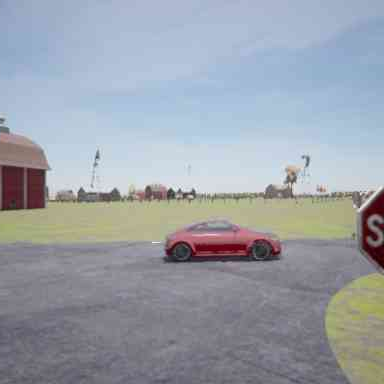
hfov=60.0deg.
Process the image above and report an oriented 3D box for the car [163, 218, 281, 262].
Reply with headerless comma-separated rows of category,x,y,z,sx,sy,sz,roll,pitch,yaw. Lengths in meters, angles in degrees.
car,1.054,1.669,12.094,4.181,1.385,1.994,-1,0,0
